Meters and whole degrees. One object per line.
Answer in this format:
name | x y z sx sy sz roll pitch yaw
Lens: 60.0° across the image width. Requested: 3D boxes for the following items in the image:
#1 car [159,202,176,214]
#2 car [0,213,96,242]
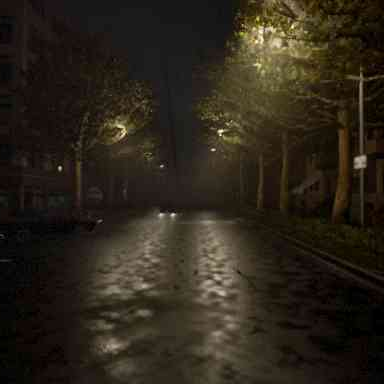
car | -3.169 2.057 44.207 1.837 1.490 4.892 0 0 0
car | -7.733 1.835 17.926 4.718 1.301 1.895 1 -1 -45
